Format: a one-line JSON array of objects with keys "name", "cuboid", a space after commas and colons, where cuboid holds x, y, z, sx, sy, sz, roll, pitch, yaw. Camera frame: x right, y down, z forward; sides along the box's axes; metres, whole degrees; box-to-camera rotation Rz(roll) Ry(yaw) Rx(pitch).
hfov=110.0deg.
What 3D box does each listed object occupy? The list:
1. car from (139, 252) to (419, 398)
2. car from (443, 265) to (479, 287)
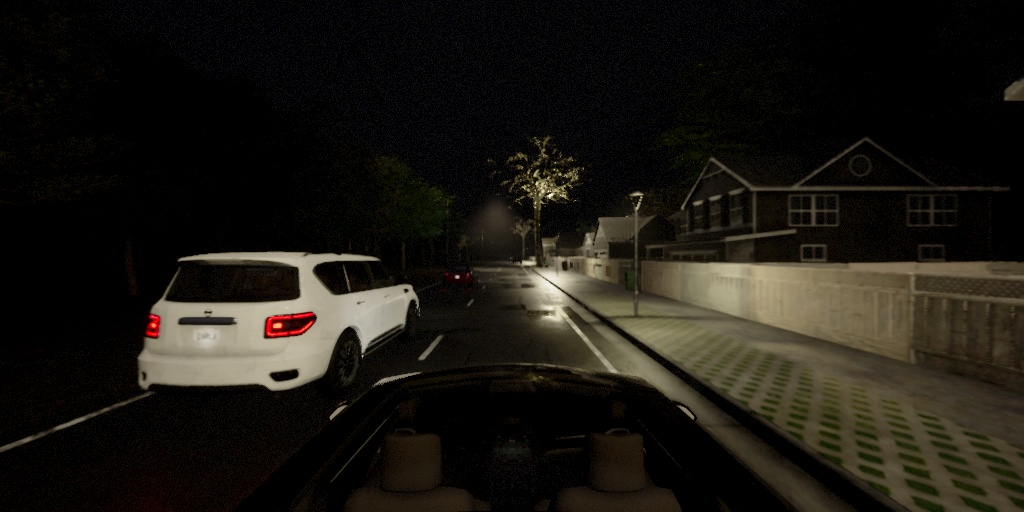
[{"name": "car", "cuboid": [-3.398, 0.962, 6.677, 2.150, 2.045, 5.566, 0, 0, 0]}, {"name": "car", "cuboid": [-3.401, 1.266, 24.256, 1.994, 1.385, 4.181, 0, 0, 0]}]
